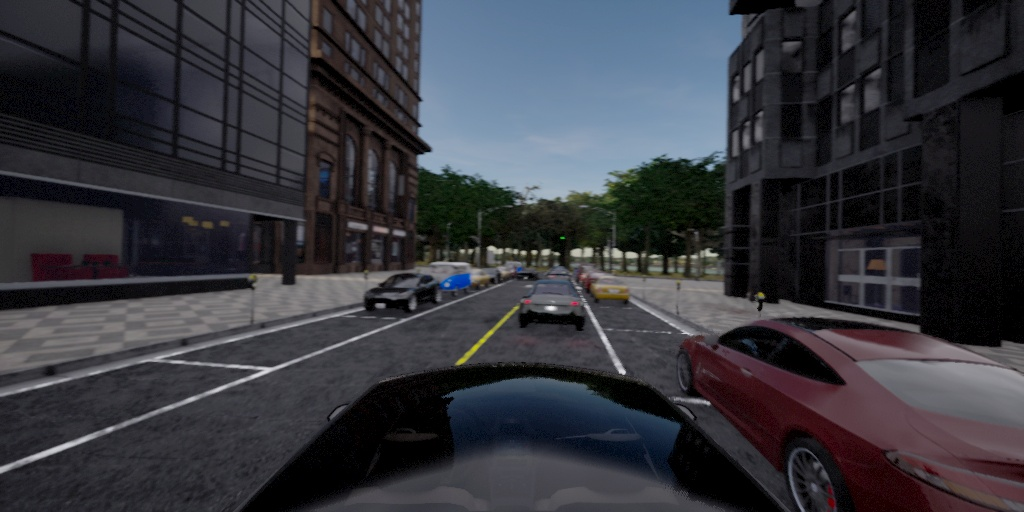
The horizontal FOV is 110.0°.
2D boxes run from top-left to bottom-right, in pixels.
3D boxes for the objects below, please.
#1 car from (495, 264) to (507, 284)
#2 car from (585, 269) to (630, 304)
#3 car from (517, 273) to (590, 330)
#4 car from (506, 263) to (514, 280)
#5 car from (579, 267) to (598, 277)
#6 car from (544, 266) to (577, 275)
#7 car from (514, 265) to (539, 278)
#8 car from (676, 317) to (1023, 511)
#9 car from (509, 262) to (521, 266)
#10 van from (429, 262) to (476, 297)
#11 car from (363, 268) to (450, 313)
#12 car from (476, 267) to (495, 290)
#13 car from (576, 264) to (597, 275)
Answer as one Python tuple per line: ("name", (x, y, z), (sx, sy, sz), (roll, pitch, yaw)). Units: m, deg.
("car", (-1.945, 1.630, 30.606), (1.948, 1.339, 4.313), (0, 0, 8))
("car", (5.001, 1.614, 18.815), (1.751, 1.417, 4.829), (0, 0, 8))
("car", (1.380, 1.478, 12.074), (1.994, 1.385, 4.181), (1, -1, 8))
("car", (-1.210, 1.678, 35.822), (1.751, 1.417, 4.829), (0, 0, 8))
("car", (5.736, 1.721, 24.031), (1.888, 1.381, 4.507), (0, 0, 8))
("car", (3.425, 1.641, 26.569), (2.128, 1.511, 4.902), (1, -1, 8))
("car", (1.649, 1.834, 36.668), (1.895, 1.301, 4.718), (1, -1, 8))
("car", (3.296, 1.385, 3.826), (1.812, 1.442, 4.674), (1, -1, 8))
("car", (-0.427, 1.681, 41.374), (1.967, 1.591, 4.097), (0, 0, 8))
("van", (-3.462, 1.230, 19.839), (1.690, 1.789, 3.998), (0, 0, 8))
("car", (-4.220, 1.368, 14.456), (1.948, 1.339, 4.313), (0, 0, 8))
("car", (-2.727, 1.502, 25.055), (1.751, 1.417, 4.829), (0, 0, 8))
("car", (6.495, 1.703, 29.414), (1.967, 1.591, 4.097), (0, 0, 8))
